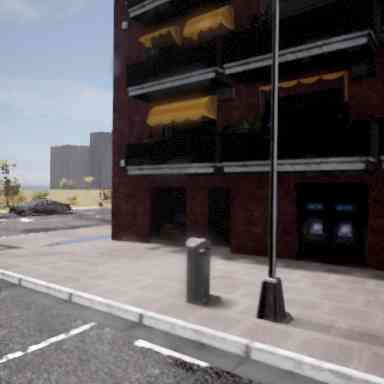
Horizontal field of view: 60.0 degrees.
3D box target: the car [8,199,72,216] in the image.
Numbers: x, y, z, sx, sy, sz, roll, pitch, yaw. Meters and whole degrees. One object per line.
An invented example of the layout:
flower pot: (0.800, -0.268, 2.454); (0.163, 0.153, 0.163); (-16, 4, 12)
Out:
car: (-13.760, 1.389, 30.465); (2.033, 1.411, 5.357); (1, 1, 36)
